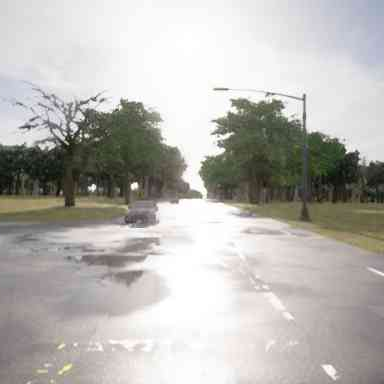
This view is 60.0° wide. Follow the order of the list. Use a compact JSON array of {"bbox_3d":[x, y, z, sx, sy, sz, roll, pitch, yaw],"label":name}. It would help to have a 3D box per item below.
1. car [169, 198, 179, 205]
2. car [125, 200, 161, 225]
[{"bbox_3d":[-3.601,1.902,68.382,1.895,1.301,4.718,0,0,0],"label":"car"},{"bbox_3d":[-3.494,1.396,24.223,2.097,1.767,4.553,1,-1,0],"label":"car"}]
